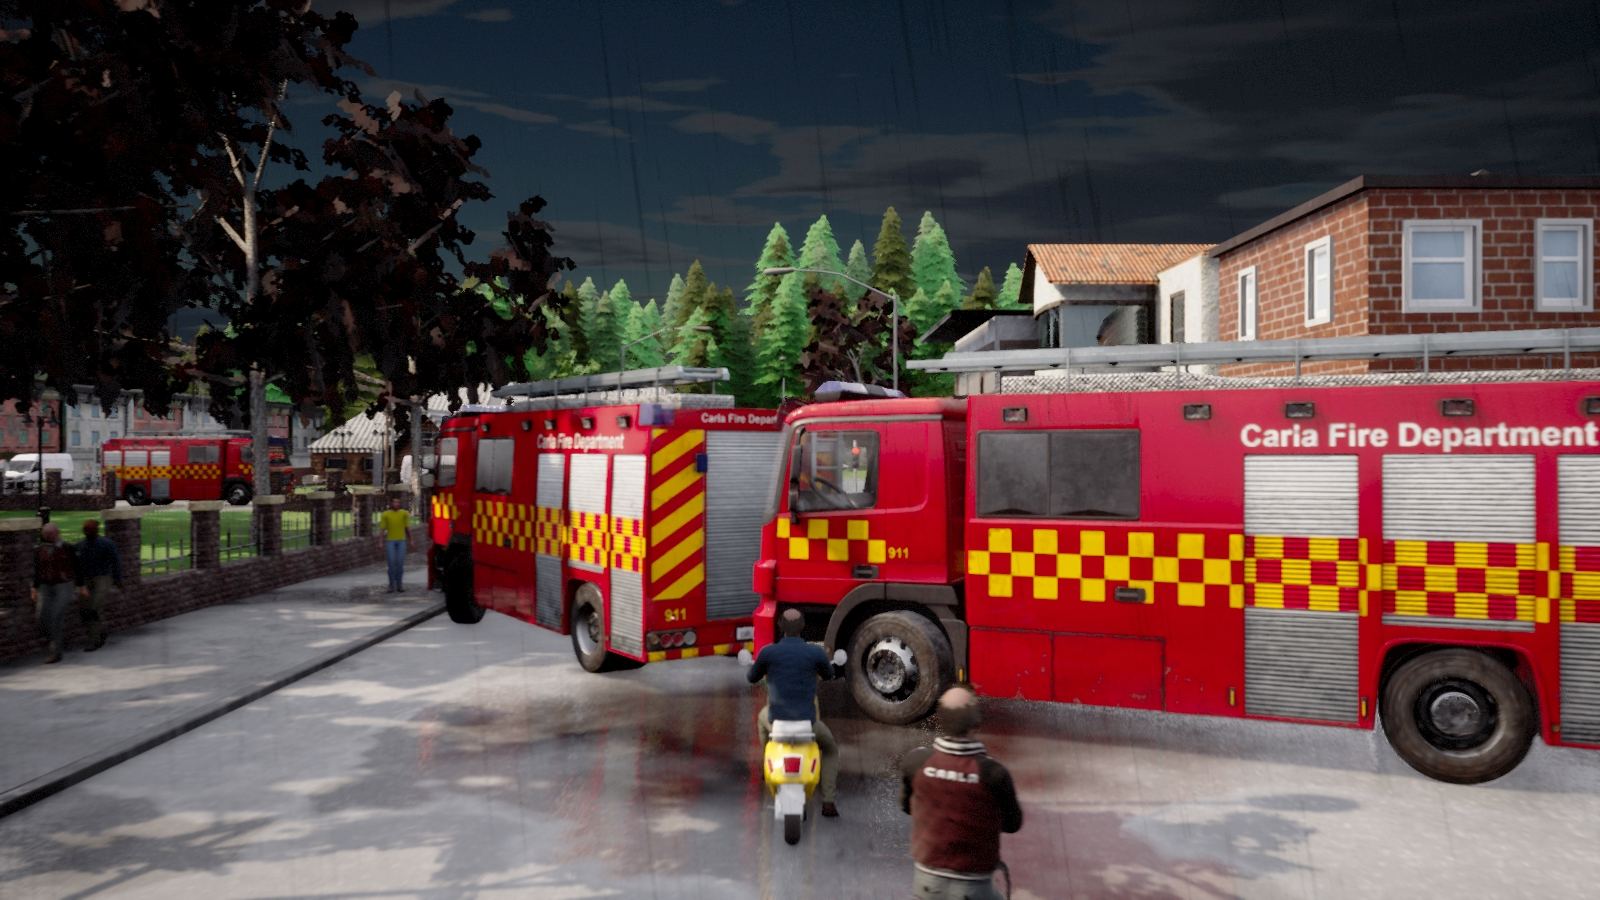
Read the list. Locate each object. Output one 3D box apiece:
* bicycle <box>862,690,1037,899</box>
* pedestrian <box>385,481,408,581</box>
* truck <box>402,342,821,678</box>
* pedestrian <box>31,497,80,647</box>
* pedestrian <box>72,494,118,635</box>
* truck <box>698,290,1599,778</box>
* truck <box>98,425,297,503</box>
[{"bbox_3d":[0.734,1.942,5.279,0.329,1.271,1.835,3,1,22],"label":"bicycle"},{"bbox_3d":[-7.644,1.529,21.636,0.375,1.860,0.375,0,0,-25],"label":"pedestrian"},{"bbox_3d":[-3.337,0.675,17.305,2.891,3.827,8.468,0,0,-35],"label":"truck"},{"bbox_3d":[-9.404,1.526,14.443,0.375,1.860,0.375,0,0,-1],"label":"pedestrian"},{"bbox_3d":[-9.452,1.526,15.323,0.375,1.860,0.375,0,0,0],"label":"pedestrian"},{"bbox_3d":[3.356,0.673,11.867,8.468,3.827,2.891,0,0,24],"label":"truck"},{"bbox_3d":[-30.160,0.676,57.433,8.468,3.827,2.891,0,0,0],"label":"truck"}]
